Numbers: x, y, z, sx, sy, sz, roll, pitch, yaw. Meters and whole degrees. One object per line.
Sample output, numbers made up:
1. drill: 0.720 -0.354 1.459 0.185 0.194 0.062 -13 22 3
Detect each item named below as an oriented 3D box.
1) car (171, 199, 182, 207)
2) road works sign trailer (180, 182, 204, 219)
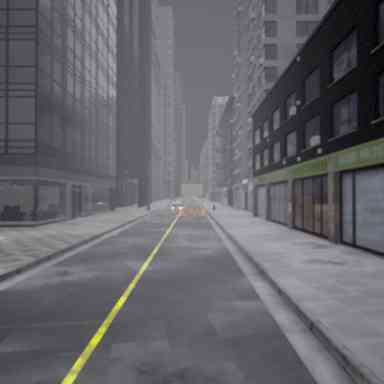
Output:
1. car: -2.981 2.182 65.706 1.812 1.442 4.674 0 0 0
2. road works sign trailer: 0.015 0.797 32.467 2.380 3.560 2.880 0 -1 0
